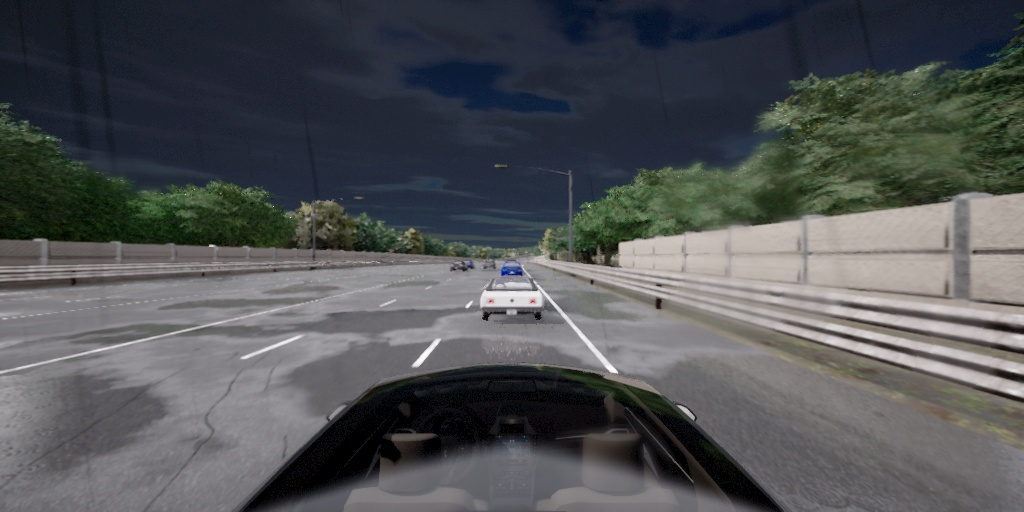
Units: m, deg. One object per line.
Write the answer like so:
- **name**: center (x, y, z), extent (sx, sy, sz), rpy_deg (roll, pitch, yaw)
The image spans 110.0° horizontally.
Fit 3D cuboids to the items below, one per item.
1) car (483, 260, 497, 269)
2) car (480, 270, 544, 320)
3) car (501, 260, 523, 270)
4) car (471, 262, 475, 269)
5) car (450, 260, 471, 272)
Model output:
- **car**: center (-3.462, 1.296, 56.277), extent (2.128, 1.511, 4.902), rpy_deg (0, 0, 1)
- **car**: center (0.000, 1.349, 12.669), extent (1.895, 1.301, 4.718), rpy_deg (0, 0, 0)
- **car**: center (-0.001, 1.228, 31.839), extent (1.882, 1.535, 5.008), rpy_deg (0, 0, 0)
- **car**: center (-6.963, 1.350, 56.238), extent (1.812, 1.442, 4.674), rpy_deg (0, 0, 1)
- **car**: center (-7.003, 1.327, 47.483), extent (1.812, 1.442, 4.674), rpy_deg (0, 0, 0)
